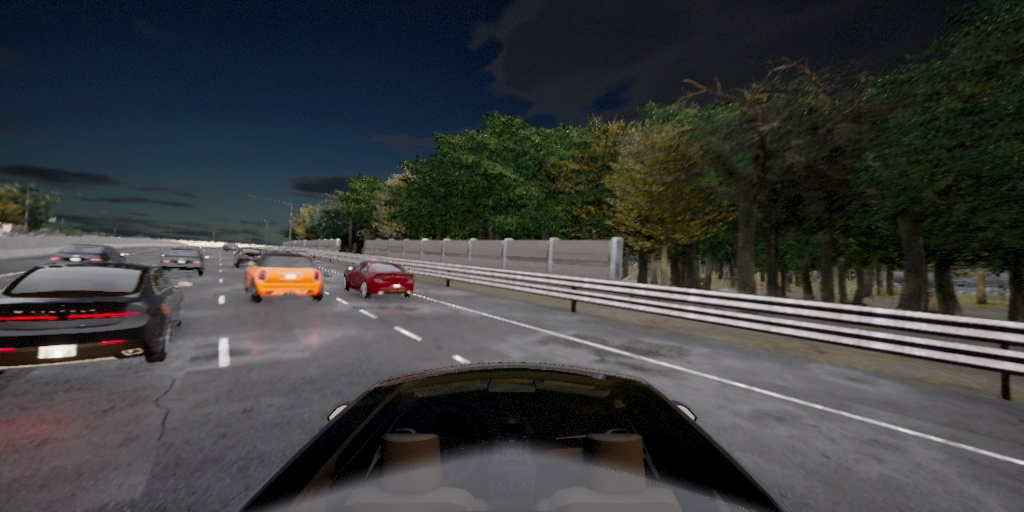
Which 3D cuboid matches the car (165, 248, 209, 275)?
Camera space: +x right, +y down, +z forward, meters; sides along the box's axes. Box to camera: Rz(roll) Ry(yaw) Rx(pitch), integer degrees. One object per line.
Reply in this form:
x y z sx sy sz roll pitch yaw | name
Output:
-18.814 0.266 20.642 2.033 1.411 5.357 4 0 -39 | car

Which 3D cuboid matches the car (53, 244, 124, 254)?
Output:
-21.259 0.111 18.107 2.033 1.411 5.357 4 0 -39 | car

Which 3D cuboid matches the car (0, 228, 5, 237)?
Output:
-43.942 -1.597 29.125 2.150 2.045 5.566 4 0 -39 | car

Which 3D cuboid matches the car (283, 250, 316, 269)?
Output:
-19.043 0.258 31.991 1.812 1.442 4.674 4 0 -39 | car

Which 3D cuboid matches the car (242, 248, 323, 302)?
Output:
-8.800 0.644 13.743 2.097 1.767 4.553 4 0 -39 | car

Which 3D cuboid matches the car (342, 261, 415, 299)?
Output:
-6.095 0.940 16.102 1.882 1.535 5.008 4 0 -39 | car

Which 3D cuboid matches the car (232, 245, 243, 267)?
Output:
-21.140 0.105 28.877 1.837 1.490 4.892 4 0 -39 | car

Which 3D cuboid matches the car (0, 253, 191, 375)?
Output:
-7.159 0.859 6.341 1.837 1.490 4.892 4 0 -39 | car
